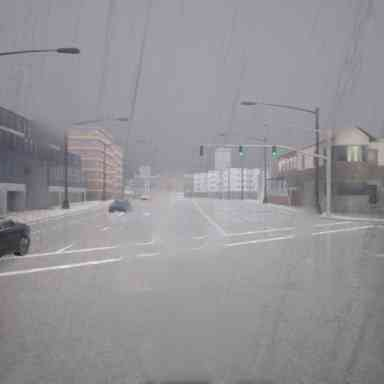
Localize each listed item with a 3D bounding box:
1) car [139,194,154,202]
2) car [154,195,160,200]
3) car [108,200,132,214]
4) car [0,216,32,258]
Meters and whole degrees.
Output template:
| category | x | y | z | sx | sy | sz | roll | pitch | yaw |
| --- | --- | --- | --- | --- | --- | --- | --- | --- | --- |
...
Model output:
| category | x | y | z | sx | sy | sz | roll | pitch | yaw |
| --- | --- | --- | --- | --- | --- | --- | --- | --- | --- |
| car | -8.598 | 1.029 | 61.740 | 1.882 | 1.535 | 5.008 | 0 | 0 | -2 |
| car | -9.467 | 1.358 | 86.150 | 1.895 | 1.301 | 4.718 | 0 | -1 | -2 |
| car | -7.684 | 1.534 | 36.019 | 2.033 | 1.411 | 5.357 | 0 | 1 | -2 |
| car | -6.770 | 1.532 | 10.328 | 2.128 | 1.511 | 4.902 | 0 | 0 | -2 |
